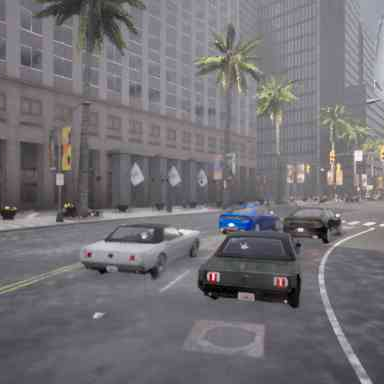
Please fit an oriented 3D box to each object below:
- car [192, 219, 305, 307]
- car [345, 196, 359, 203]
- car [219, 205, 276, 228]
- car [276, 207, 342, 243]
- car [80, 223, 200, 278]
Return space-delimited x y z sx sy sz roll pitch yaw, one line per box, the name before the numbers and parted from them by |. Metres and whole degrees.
car | 1.668 1.601 8.107 1.895 1.301 4.718 0 0 18
car | 34.834 1.511 72.205 2.161 1.482 4.786 0 0 40
car | 3.306 1.477 18.488 1.882 1.535 5.008 0 0 34
car | 6.032 1.477 16.359 1.882 1.535 5.008 0 0 34
car | -1.223 1.601 10.263 1.895 1.301 4.718 0 0 19
